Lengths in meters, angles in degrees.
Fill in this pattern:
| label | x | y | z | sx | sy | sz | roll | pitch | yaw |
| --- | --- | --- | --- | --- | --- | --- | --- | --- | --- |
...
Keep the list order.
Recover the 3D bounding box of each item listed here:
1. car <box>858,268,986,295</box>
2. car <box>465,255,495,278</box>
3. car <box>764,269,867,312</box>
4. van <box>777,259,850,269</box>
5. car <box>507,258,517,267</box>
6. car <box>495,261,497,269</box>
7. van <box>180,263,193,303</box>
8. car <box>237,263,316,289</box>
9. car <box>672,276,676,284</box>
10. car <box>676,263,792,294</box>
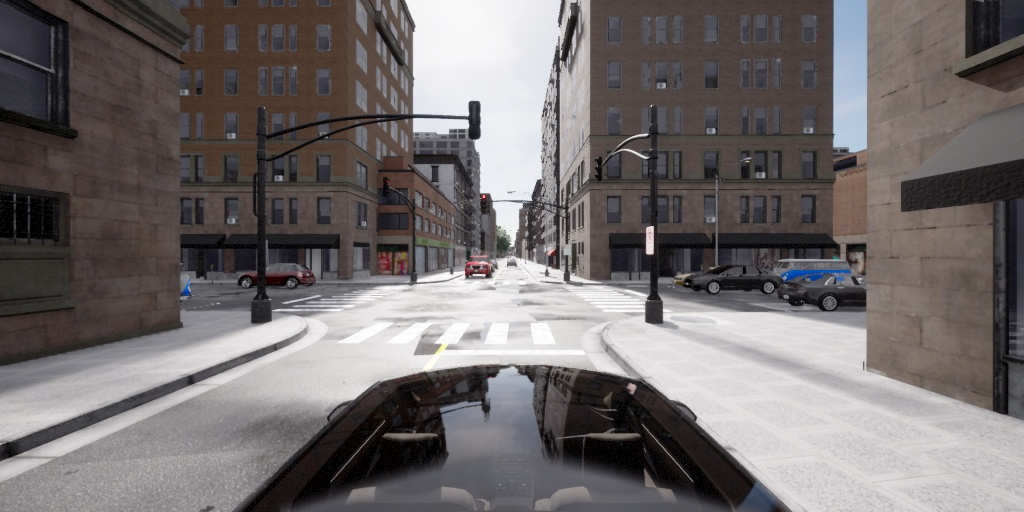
| label | x | y | z | sx | sy | sz | roll | pitch | yaw |
| --- | --- | --- | --- | --- | --- | --- | --- | --- | --- |
| car | 21.951 | 1.348 | 19.355 | 4.718 | 1.301 | 1.895 | 0 | 0 | 1 |
| car | -3.117 | 0.966 | 34.016 | 2.150 | 2.045 | 5.566 | 0 | 0 | 0 |
| car | 12.514 | 1.306 | 13.491 | 4.403 | 1.370 | 2.007 | 0 | 0 | 1 |
| van | 18.249 | 1.083 | 21.961 | 3.998 | 1.789 | 1.690 | 0 | 0 | 1 |
| car | -0.038 | 1.266 | 63.765 | 2.033 | 1.411 | 5.357 | 0 | 0 | 0 |
| car | -3.126 | 1.263 | 44.060 | 1.812 | 1.442 | 4.674 | 0 | 0 | 0 |
| van | -14.680 | 1.090 | 13.757 | 3.998 | 1.789 | 1.690 | 0 | 0 | 1 |
| car | -14.614 | 1.174 | 22.283 | 4.097 | 1.591 | 1.967 | 0 | 0 | 1 |
| car | 12.410 | 1.266 | 22.018 | 4.829 | 1.417 | 1.751 | 0 | 0 | 1 |
| car | 11.918 | 1.250 | 19.466 | 4.892 | 1.490 | 1.837 | 0 | 0 | -1 |
